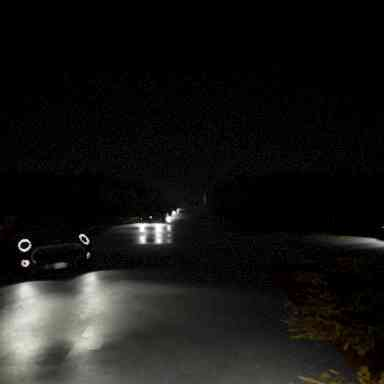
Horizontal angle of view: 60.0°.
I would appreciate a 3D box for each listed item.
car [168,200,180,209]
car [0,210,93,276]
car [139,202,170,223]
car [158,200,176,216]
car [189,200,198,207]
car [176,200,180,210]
[{"bbox_3d":[-3.047,2.114,56.863,1.837,1.490,4.892,0,-1,1],"label":"car"},{"bbox_3d":[-4.886,1.433,10.615,2.097,1.767,4.553,-1,-1,-38],"label":"car"},{"bbox_3d":[-3.138,1.754,27.312,1.994,1.385,4.181,0,-1,0],"label":"car"},{"bbox_3d":[-3.127,1.729,36.145,1.837,1.490,4.892,0,1,0],"label":"car"},{"bbox_3d":[0.232,2.339,68.925,2.128,1.511,4.902,0,-1,0],"label":"car"},{"bbox_3d":[-3.097,1.835,46.940,2.128,1.511,4.902,0,-1,0],"label":"car"}]
